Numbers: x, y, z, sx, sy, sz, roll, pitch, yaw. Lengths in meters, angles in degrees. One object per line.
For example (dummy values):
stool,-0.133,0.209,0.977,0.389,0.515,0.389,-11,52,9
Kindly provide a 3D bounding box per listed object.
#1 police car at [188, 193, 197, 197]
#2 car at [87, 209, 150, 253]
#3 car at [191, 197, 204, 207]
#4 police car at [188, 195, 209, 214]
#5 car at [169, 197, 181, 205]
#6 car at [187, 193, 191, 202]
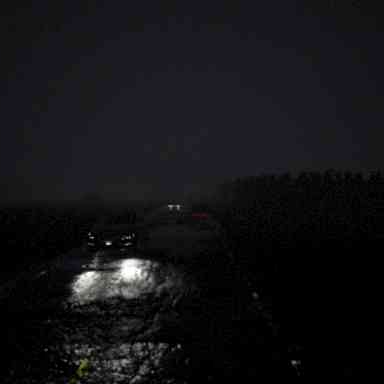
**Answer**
police car,0.822,1.387,45.670,1.930,1.638,5.238,0,0,0
car,-2.851,1.503,13.763,1.837,1.490,4.892,0,0,0
car,0.821,1.475,51.560,1.812,1.442,4.674,0,0,0
police car,0.822,1.404,35.671,1.930,1.638,5.238,0,0,0
car,-2.804,1.486,56.010,2.033,1.411,5.357,0,0,1
car,-0.004,1.405,68.794,1.895,1.301,4.718,0,0,0
